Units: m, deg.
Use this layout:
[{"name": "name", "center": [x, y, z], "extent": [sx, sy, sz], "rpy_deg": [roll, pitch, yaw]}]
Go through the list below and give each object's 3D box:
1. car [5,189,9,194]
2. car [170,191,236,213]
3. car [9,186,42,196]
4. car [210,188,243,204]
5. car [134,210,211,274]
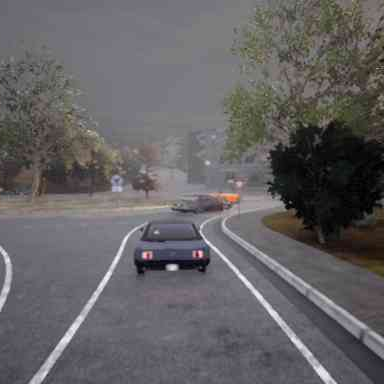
[{"name": "car", "center": [-28.786, -0.244, 56.042], "extent": [4.902, 1.511, 2.128], "rpy_deg": [-1, 2, -43]}, {"name": "car", "center": [0.765, 0.907, 25.279], "extent": [2.033, 1.411, 5.357], "rpy_deg": [2, 3, 43]}, {"name": "car", "center": [-26.519, -0.094, 53.720], "extent": [4.181, 1.385, 1.994], "rpy_deg": [-1, 2, -43]}, {"name": "car", "center": [3.256, 0.410, 33.668], "extent": [2.097, 1.767, 4.553], "rpy_deg": [2, 3, 39]}, {"name": "car", "center": [-0.647, 1.476, 10.204], "extent": [1.895, 1.301, 4.718], "rpy_deg": [0, 1, -5]}]
